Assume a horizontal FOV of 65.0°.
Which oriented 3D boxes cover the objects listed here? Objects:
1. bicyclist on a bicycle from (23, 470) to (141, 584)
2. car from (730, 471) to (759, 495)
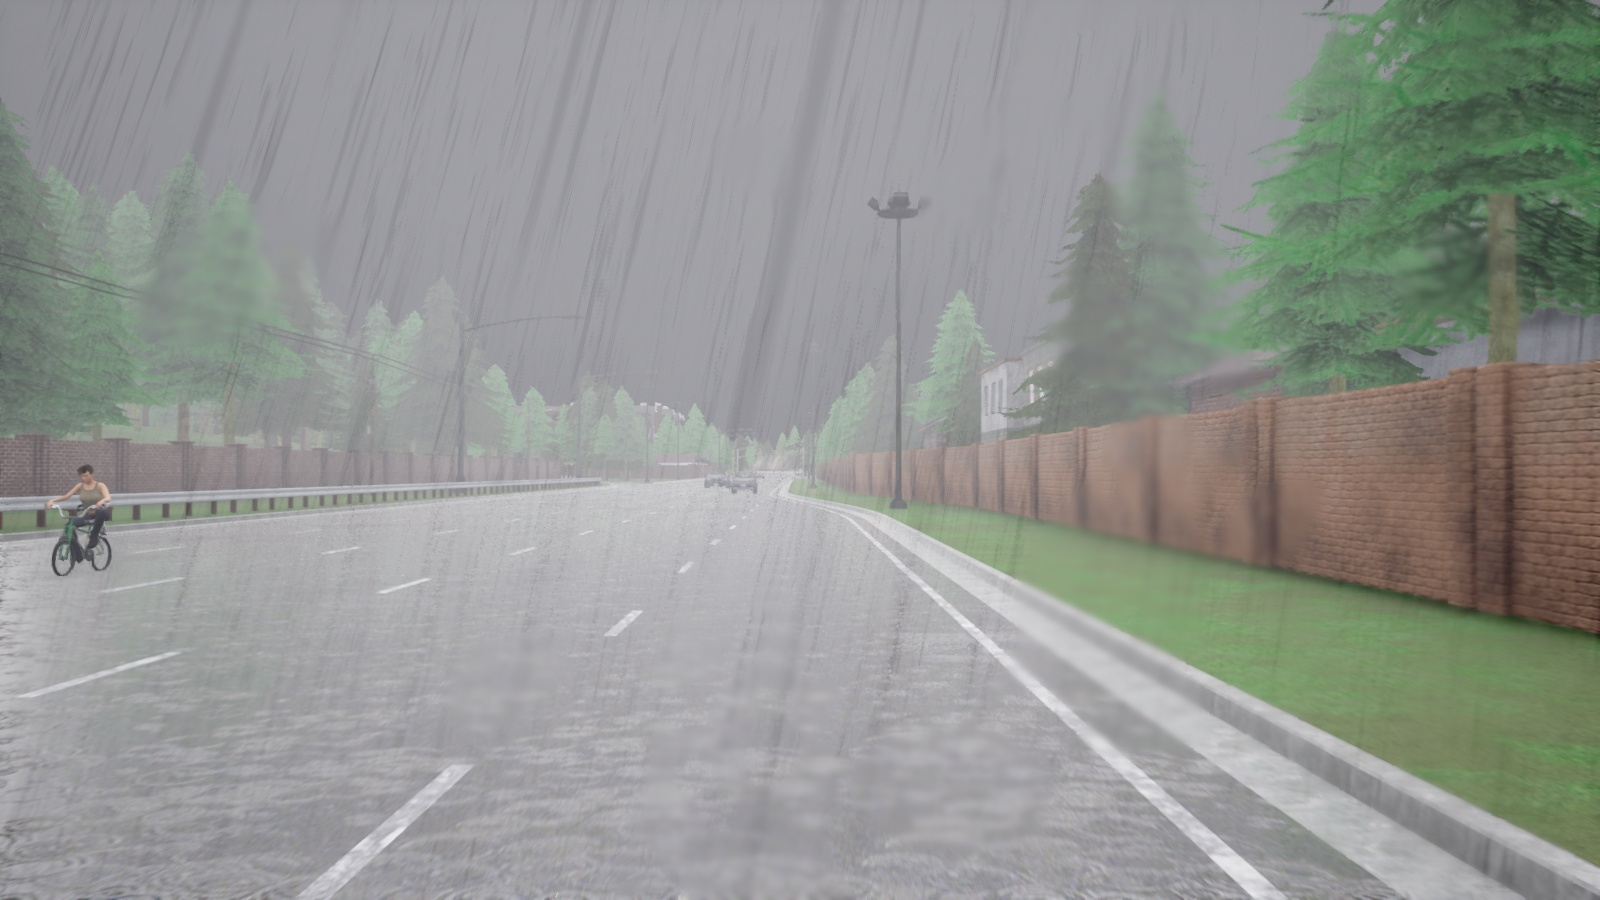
[{"bbox_3d":[-10.544,1.102,18.493,0.866,1.612,1.509,0,-1,0],"label":"bicyclist on a bicycle"},{"bbox_3d":[-3.724,2.224,84.742,1.789,1.549,3.705,0,-1,0],"label":"car"}]
